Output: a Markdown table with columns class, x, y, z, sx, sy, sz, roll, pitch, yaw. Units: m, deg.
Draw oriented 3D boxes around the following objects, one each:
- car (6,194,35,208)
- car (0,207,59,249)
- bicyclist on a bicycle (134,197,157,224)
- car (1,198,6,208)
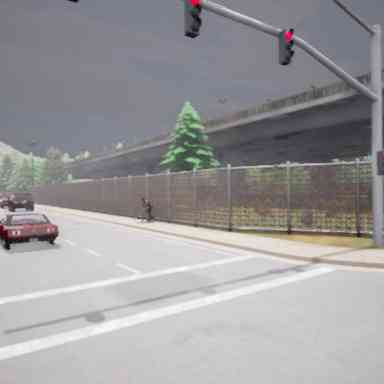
| class | x | y | z | sx | sy | sz | roll | pitch | yaw |
| --- | --- | --- | --- | --- | --- | --- | --- | --- | --- |
| car | -19.564 | 1.203 | 38.123 | 2.150 | 2.045 | 5.566 | -1 | 1 | -34 |
| car | -7.372 | 1.572 | 14.627 | 1.895 | 1.301 | 4.718 | -1 | 1 | -35 |
| bicyclist on a bicycle | -2.903 | 1.153 | 20.888 | 1.656 | 1.620 | 0.582 | -2 | 1 | -35 |
| car | -25.612 | 1.488 | 46.759 | 1.882 | 1.535 | 5.008 | -1 | 1 | -35 |
